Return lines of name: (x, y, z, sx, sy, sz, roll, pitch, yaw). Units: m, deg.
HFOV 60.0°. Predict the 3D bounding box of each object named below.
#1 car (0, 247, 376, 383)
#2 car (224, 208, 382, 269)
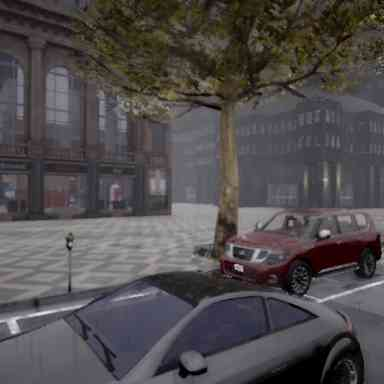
car: (-0.174, 1.579, 3.256, 4.181, 1.385, 1.994, 1, 0, -36)
car: (3.089, 1.387, 8.862, 5.009, 1.841, 2.192, 1, 0, -36)
